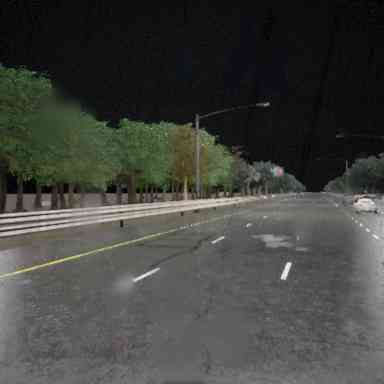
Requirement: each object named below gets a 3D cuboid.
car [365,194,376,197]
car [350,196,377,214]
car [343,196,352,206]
[{"bbox_3d":[41.391,1.341,77.247,4.892,1.490,1.837,0,0,-45],"label":"car"},{"bbox_3d":[17.717,1.466,34.211,1.812,1.442,4.674,0,0,21],"label":"car"},{"bbox_3d":[24.801,1.392,52.315,2.128,1.511,4.902,0,0,24],"label":"car"}]
